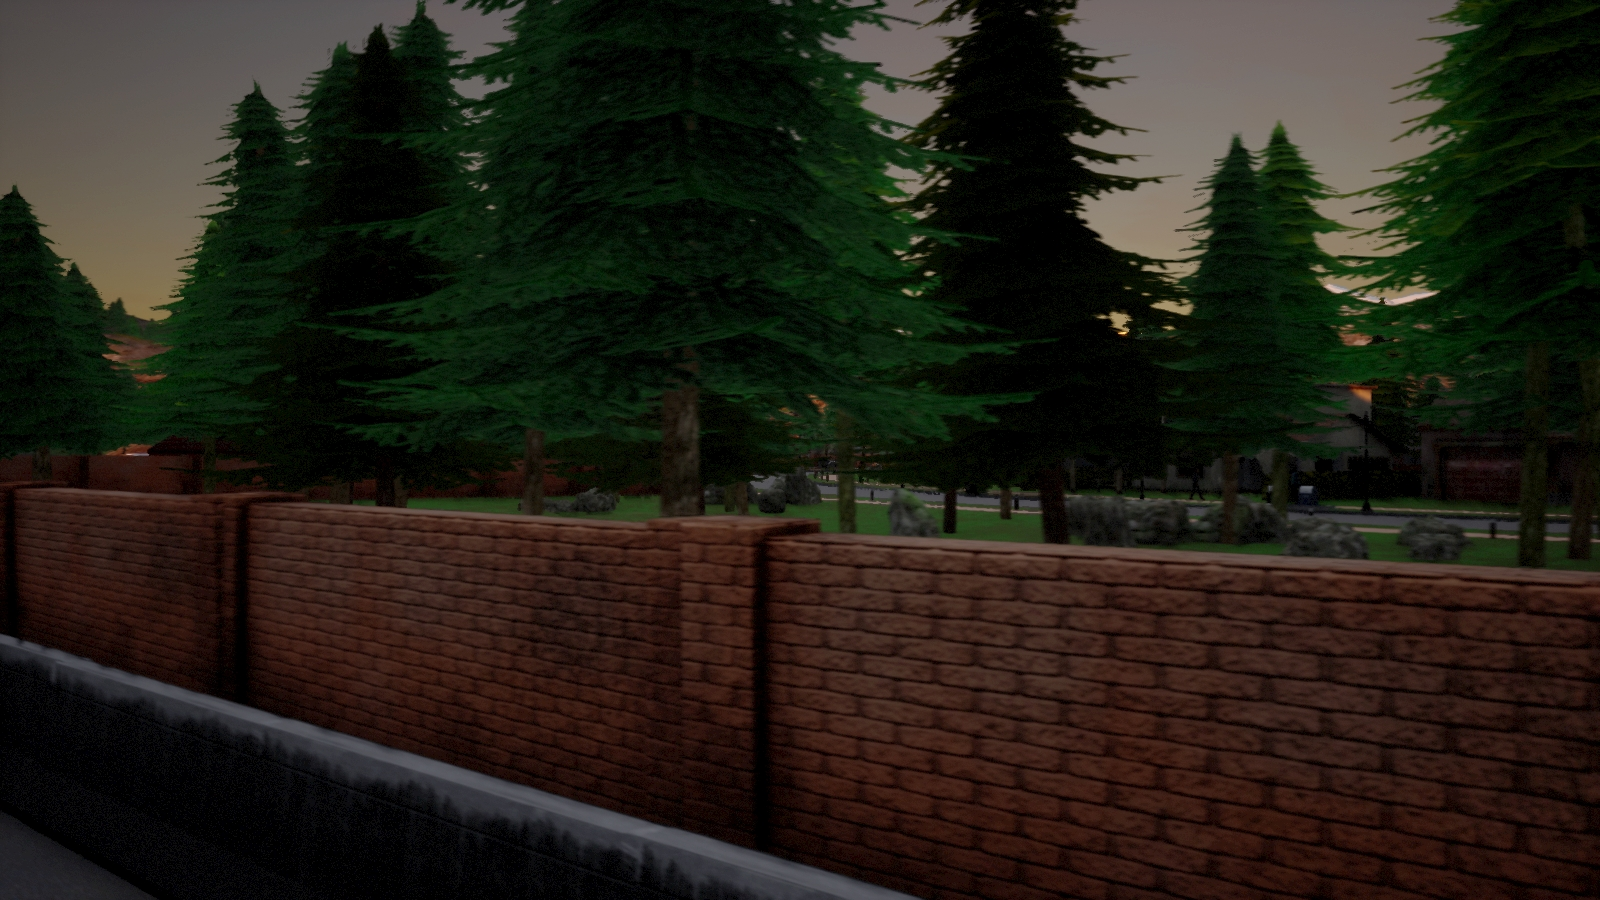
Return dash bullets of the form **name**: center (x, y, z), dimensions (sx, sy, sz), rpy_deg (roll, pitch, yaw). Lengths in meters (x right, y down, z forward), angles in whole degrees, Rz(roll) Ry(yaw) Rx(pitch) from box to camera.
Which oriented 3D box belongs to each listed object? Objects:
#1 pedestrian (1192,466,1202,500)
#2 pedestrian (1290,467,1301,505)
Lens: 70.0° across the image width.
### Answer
- **pedestrian**: center (21.512, 1.788, 61.911), dimensions (0.375, 1.860, 0.375), rpy_deg (0, 0, -32)
- **pedestrian**: center (24.750, 1.786, 57.030), dimensions (0.375, 1.860, 0.375), rpy_deg (0, 0, -35)
